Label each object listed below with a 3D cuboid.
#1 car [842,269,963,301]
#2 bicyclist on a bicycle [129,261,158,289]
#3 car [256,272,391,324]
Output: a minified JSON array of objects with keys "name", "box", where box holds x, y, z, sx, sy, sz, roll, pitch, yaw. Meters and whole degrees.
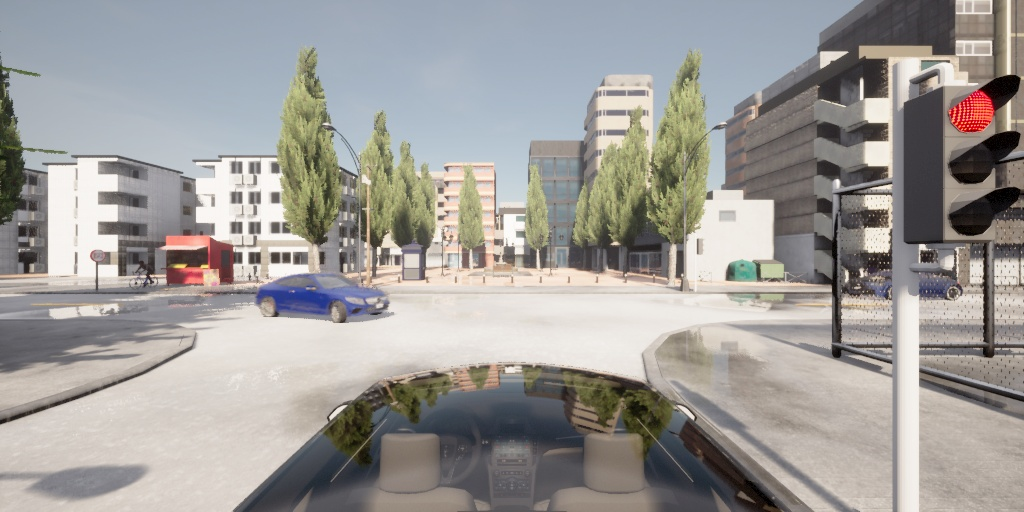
[{"name":"car","box":[18.210,1.314,16.853,4.181,1.385,1.994,0,0,0]},{"name":"bicyclist on a bicycle","box":[-21.561,1.099,21.015,0.582,1.620,1.656,0,0,0]},{"name":"car","box":[-6.255,1.275,11.819,4.674,1.442,1.812,0,-1,20]}]
